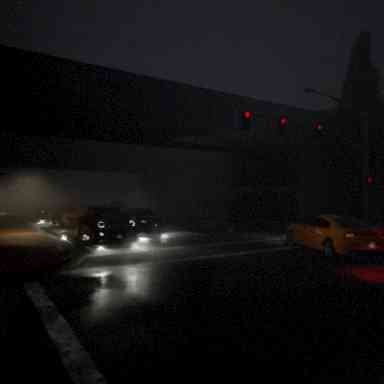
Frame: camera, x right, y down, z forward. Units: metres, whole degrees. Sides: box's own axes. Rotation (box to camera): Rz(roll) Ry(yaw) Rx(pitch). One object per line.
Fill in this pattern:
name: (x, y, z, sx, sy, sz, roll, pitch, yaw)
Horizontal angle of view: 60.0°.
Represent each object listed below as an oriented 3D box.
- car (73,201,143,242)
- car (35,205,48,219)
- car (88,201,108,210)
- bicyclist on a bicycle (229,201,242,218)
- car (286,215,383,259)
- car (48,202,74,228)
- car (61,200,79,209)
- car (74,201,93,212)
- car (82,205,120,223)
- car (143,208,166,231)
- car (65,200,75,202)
car: (-4.637, 1.578, 17.859, 2.097, 1.767, 4.553, 1, -1, -32)
car: (-15.097, 2.023, 34.733, 1.895, 1.301, 4.718, 1, -1, -32)
car: (-16.173, 2.258, 56.825, 2.033, 1.411, 5.357, 1, -1, -30)
bicyclist on a bicycle: (4.181, 1.738, 32.072, 1.656, 1.620, 0.582, 0, -1, -32)
car: (5.625, 1.673, 13.568, 1.882, 1.535, 5.008, 1, -1, -9)
car: (-9.449, 1.794, 25.618, 1.882, 1.535, 5.008, 1, -1, -32)
car: (-21.563, 2.226, 58.596, 1.837, 1.490, 4.892, 1, -1, -33)
car: (-16.669, 2.157, 50.907, 1.812, 1.442, 4.674, 1, -1, -32)
car: (-8.505, 1.934, 30.744, 2.033, 1.411, 5.357, 1, -1, -31)
car: (-3.459, 1.817, 22.599, 1.812, 1.442, 4.674, 1, -1, -32)
car: (-13.771, 1.963, 39.250, 1.882, 1.535, 5.008, 1, -1, -32)
